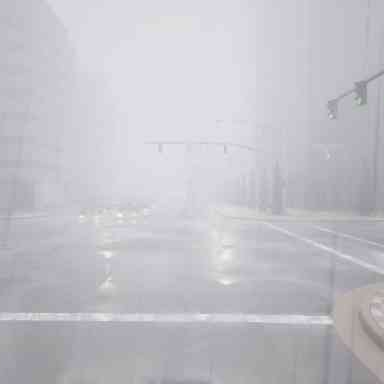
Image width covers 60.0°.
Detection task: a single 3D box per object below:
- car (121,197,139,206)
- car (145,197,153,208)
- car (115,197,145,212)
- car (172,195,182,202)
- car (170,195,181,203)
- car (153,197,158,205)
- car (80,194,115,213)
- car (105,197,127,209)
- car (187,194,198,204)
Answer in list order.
[{"bbox_3d":[-10.501,1.547,56.771,2.033,1.411,5.357,0,0,0],"label":"car"},{"bbox_3d":[-7.027,1.526,47.064,1.812,1.442,4.674,0,0,0],"label":"car"},{"bbox_3d":[-7.045,1.352,38.080,2.097,1.767,4.553,0,0,0],"label":"car"},{"bbox_3d":[-3.390,1.494,76.002,2.128,1.511,4.902,0,0,0],"label":"car"},{"bbox_3d":[-3.404,1.505,66.674,1.837,1.490,4.892,0,0,0],"label":"car"},{"bbox_3d":[-7.001,1.564,56.943,1.994,1.385,4.181,0,0,0],"label":"car"},{"bbox_3d":[-10.546,1.221,36.736,2.150,2.045,5.566,0,0,0],"label":"car"},{"bbox_3d":[-10.531,1.477,46.438,1.882,1.535,5.008,0,0,0],"label":"car"},{"bbox_3d":[0.096,1.547,66.100,2.033,1.411,5.357,0,0,0],"label":"car"}]
